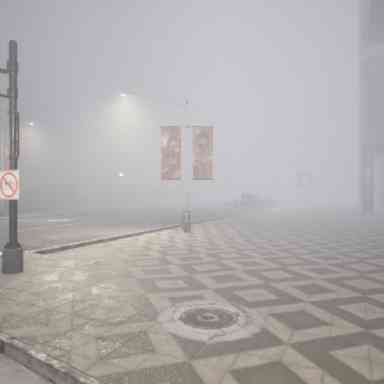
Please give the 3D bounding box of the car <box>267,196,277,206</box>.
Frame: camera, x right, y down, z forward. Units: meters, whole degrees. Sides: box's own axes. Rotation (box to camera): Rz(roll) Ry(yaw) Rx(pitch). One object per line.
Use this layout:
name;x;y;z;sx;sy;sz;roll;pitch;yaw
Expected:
car;12.793;1.448;55.117;2.128;1.511;4.902;0;0;26

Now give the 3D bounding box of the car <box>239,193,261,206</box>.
car;9.886;1.182;56.572;2.150;2.045;5.566;0;0;26

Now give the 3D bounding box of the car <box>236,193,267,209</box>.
car;8.272;1.188;45.791;2.150;2.045;5.566;0;0;27

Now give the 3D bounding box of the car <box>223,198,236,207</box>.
car;6.222;1.570;49.009;1.895;1.301;4.718;0;0;27
